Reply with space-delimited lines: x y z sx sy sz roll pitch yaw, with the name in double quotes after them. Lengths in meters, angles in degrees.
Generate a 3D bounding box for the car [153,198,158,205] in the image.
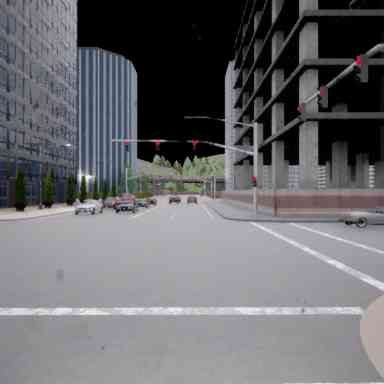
-7.037 1.601 56.675 1.895 1.301 4.718 0 0 0 "car"

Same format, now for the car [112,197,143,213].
-7.069 1.564 36.726 1.994 1.385 4.181 0 0 0 "car"

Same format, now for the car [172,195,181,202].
-3.440 1.507 73.608 1.812 1.442 4.674 0 0 0 "car"

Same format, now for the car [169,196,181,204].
-3.448 1.505 64.534 1.837 1.490 4.892 0 0 0 "car"

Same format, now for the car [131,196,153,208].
-7.061 1.564 46.635 1.994 1.385 4.181 0 0 0 "car"

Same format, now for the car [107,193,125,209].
-10.564 1.352 43.344 2.097 1.767 4.553 0 0 0 "car"

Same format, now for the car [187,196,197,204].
0.052 1.491 64.530 2.128 1.511 4.902 0 0 0 "car"

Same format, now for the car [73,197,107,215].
-10.570 1.526 34.411 1.812 1.442 4.674 0 0 0 "car"

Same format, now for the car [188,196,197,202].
0.060 1.578 73.635 1.895 1.301 4.718 0 0 0 "car"

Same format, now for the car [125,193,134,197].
-10.553 1.221 53.759 2.150 2.045 5.566 0 0 0 "car"

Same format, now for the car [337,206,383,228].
11.897 1.545 21.197 4.718 1.301 1.895 0 0 0 "car"
